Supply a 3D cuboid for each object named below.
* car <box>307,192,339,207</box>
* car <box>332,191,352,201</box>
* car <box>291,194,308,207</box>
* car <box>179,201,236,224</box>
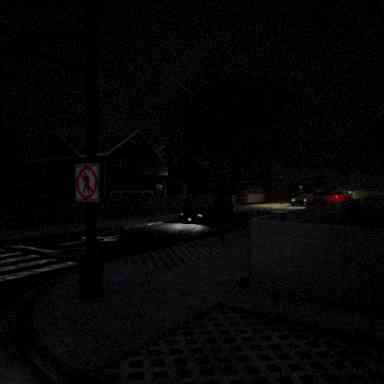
[{"bbox_3d":[16.044,1.144,40.542,1.882,1.535,5.008,0,1,35],"label":"car"},{"bbox_3d":[21.892,0.800,48.705,2.150,2.045,5.566,0,1,38],"label":"car"},{"bbox_3d":[14.547,0.998,43.360,2.097,1.767,4.553,0,1,36],"label":"car"},{"bbox_3d":[1.315,1.388,23.938,2.033,1.411,5.357,0,1,34],"label":"car"}]
